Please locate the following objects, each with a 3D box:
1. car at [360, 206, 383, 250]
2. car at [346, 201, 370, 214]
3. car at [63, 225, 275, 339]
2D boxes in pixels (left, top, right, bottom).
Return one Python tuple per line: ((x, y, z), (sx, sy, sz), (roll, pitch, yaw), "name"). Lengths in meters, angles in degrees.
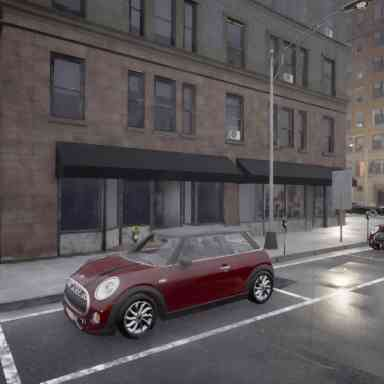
((8.632, 1.445, 12.872), (4.097, 1.590, 1.967), (0, 0, -35), "car")
((15.589, 1.532, 30.734), (1.895, 1.301, 4.718), (1, 0, -36), "car")
((-0.327, 1.441, 6.513), (4.097, 1.590, 1.967), (0, 0, -35), "car")
